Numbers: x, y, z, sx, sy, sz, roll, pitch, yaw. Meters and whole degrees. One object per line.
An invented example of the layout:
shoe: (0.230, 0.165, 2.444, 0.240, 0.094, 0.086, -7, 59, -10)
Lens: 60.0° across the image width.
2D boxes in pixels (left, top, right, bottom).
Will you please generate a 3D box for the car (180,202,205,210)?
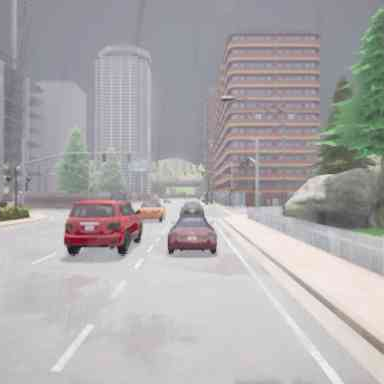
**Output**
car: (0.024, 1.627, 29.084, 2.097, 1.767, 4.553, 0, -1, 0)

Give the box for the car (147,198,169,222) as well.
car: (-3.482, 1.627, 29.089, 2.097, 1.767, 4.553, 0, -1, 0)

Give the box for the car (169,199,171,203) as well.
car: (-6.954, 2.467, 91.889, 1.895, 1.301, 4.718, 0, -1, 0)

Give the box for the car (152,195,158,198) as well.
car: (-10.453, 2.227, 91.953, 2.097, 1.767, 4.553, 0, -1, 0)

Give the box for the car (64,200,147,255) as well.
car: (-3.492, 1.350, 14.019, 2.150, 2.045, 5.566, 0, 0, 0)

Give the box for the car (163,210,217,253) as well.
car: (0.014, 1.701, 14.299, 1.994, 1.385, 4.181, 0, 0, 0)
